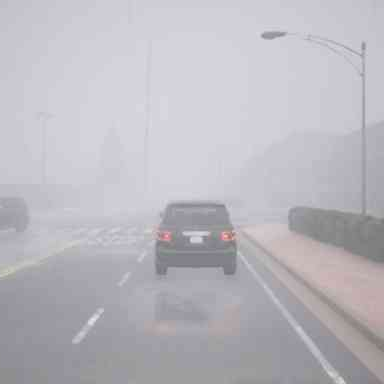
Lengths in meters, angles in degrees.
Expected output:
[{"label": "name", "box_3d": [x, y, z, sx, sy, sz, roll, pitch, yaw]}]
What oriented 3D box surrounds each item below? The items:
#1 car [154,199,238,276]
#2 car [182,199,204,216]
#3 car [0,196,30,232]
[{"label": "car", "box_3d": [0.101, 1.239, 10.563, 2.150, 2.045, 5.566, 0, 0, 0]}, {"label": "car", "box_3d": [0.141, 1.550, 34.206, 2.128, 1.511, 4.902, 0, 0, 0]}, {"label": "car", "box_3d": [-10.500, 1.258, 17.097, 2.150, 2.045, 5.566, 0, 0, 0]}]
